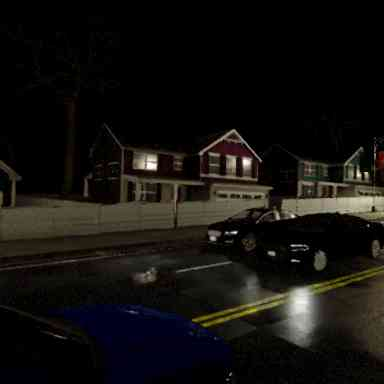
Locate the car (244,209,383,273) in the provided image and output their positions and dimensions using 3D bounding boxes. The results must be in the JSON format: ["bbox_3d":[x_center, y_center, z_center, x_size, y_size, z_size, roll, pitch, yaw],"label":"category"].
[{"bbox_3d":[4.241,1.415,10.697,5.008,1.535,1.882,0,0,-35],"label":"car"}]

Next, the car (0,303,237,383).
[{"bbox_3d":[-1.885,1.481,2.093,5.008,1.535,1.882,0,0,-35],"label":"car"}]

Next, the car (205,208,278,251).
[{"bbox_3d":[2.763,1.426,13.635,4.902,1.511,2.128,0,0,-35],"label":"car"}]
